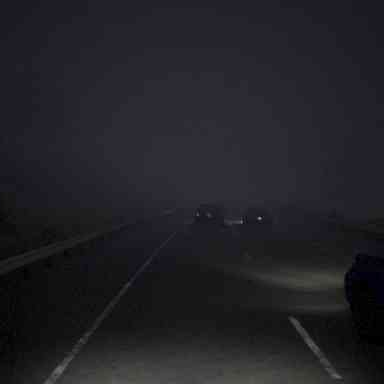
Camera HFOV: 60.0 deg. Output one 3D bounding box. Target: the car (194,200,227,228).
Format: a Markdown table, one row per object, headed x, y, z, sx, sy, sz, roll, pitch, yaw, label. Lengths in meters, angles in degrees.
| x | y | z | sx | sy | sz | roll | pitch | yaw | label |
| --- | --- | --- | --- | --- | --- | --- | --- | --- | --- |
| 1.329 | 1.619 | 24.445 | 2.097 | 1.767 | 4.553 | 0 | -1 | 5 | car |

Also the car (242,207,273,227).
| x | y | z | sx | sy | sz | roll | pitch | yaw | label |
| --- | --- | --- | --- | --- | --- | --- | --- | --- | --- |
| 4.908 | 1.843 | 25.235 | 1.994 | 1.385 | 4.181 | 0 | -1 | 5 | car |

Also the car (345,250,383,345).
| x | y | z | sx | sy | sz | roll | pitch | yaw | label |
| --- | --- | --- | --- | --- | --- | --- | --- | --- | --- |
| 3.669 | 1.264 | 3.364 | 2.150 | 2.045 | 5.566 | 0 | -1 | 1 | car |
